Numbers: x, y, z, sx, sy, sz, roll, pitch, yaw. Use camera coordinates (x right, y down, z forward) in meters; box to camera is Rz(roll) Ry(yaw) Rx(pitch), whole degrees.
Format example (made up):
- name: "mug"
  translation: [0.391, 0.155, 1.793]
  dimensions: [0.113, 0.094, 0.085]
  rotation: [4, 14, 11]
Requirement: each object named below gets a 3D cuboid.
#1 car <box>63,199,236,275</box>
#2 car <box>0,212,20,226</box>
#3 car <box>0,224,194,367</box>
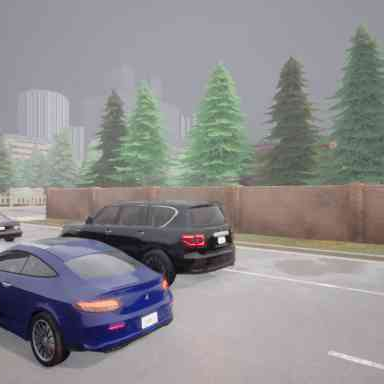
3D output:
- name: "car"
  translation: [-1.478, 1.221, 9.359]
  dimensions: [5.566, 2.045, 2.150]
  rotation: [0, 0, 36]
- name: "car"
  translation: [-9.773, 1.547, 15.275]
  dimensions: [5.357, 1.411, 2.033]
  rotation: [0, 0, 39]
- name: "car"
  translation: [-2.430, 1.526, 5.742]
  dimensions: [4.674, 1.442, 1.812]
  rotation: [0, 0, 36]
